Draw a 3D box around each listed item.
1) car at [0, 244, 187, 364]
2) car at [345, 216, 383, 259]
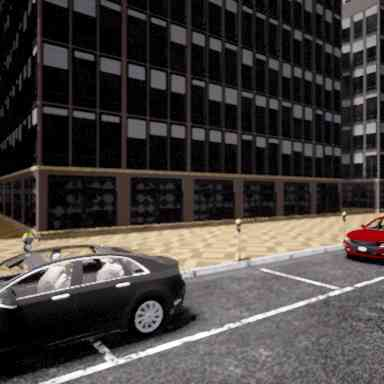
[{"bbox_3d":[-2.139,1.549,5.029,4.403,1.369,2.008,0,0,-35],"label":"car"},{"bbox_3d":[7.134,1.515,11.635,4.507,1.381,1.887,0,0,-35],"label":"car"}]
